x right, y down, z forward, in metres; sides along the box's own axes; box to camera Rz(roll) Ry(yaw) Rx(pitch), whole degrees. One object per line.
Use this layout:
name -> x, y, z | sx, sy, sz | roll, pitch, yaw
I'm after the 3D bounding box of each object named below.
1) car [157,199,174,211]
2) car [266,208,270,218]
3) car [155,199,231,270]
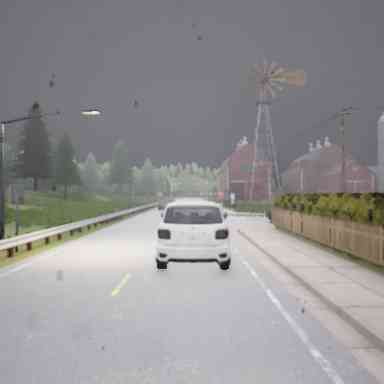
car -> -3.586, 1.773, 45.444 | 1.837, 1.490, 4.892 | 0, 0, 0
car -> 8.449, 1.663, 26.773 | 4.892, 1.490, 1.837 | 0, -2, -6
car -> 0.058, 1.291, 11.390 | 2.150, 2.045, 5.566 | 0, 0, 1
